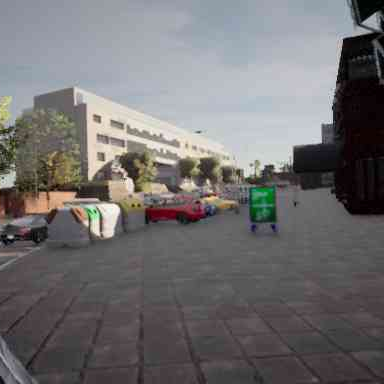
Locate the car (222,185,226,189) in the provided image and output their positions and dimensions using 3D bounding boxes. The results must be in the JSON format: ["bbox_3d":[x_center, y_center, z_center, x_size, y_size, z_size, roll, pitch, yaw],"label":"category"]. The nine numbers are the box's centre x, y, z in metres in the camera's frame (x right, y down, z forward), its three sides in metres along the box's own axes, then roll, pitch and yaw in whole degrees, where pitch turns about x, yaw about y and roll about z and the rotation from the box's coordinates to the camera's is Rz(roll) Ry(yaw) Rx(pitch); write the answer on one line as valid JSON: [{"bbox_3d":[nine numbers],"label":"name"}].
[{"bbox_3d":[4.973,-0.142,79.230,4.674,1.452,2.002,-2,2,20],"label":"car"}]

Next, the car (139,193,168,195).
[{"bbox_3d":[-6.615,1.342,47.807,5.008,1.535,2.097,-2,2,20],"label":"car"}]

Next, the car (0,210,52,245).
[{"bbox_3d":[-8.525,2.009,18.369,1.812,1.442,4.674,-2,-1,5],"label":"car"}]

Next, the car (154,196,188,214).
[{"bbox_3d":[-2.244,1.431,37.319,1.882,1.535,5.008,-2,2,20],"label":"car"}]

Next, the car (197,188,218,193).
[{"bbox_3d":[2.973,0.601,60.434,1.895,1.301,4.718,-2,2,21],"label":"car"}]

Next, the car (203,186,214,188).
[{"bbox_3d":[1.066,0.077,68.758,5.566,2.045,2.435,-2,2,20],"label":"car"}]

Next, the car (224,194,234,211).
[{"bbox_3d":[1.099,1.369,33.667,5.366,1.575,1.946,-2,2,20],"label":"car"}]

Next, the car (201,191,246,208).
[{"bbox_3d":[3.353,1.093,39.226,4.892,1.521,2.231,-2,2,20],"label":"car"}]

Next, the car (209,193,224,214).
[{"bbox_3d":[0.220,1.370,30.852,4.553,1.767,2.185,-2,2,20],"label":"car"}]

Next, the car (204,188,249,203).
[{"bbox_3d":[4.343,0.837,41.850,4.553,1.767,2.185,-2,2,20],"label":"car"}]

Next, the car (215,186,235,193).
[{"bbox_3d":[8.825,-0.688,89.705,4.892,1.521,2.231,-2,2,20],"label":"car"}]

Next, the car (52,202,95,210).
[{"bbox_3d":[-12.415,2.074,32.085,4.892,1.521,2.231,-2,1,20],"label":"car"}]

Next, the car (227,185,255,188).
[{"bbox_3d":[8.390,0.300,53.005,4.553,1.767,2.185,-2,2,20],"label":"car"}]

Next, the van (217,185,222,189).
[{"bbox_3d":[3.882,-0.276,76.646,4.442,1.987,1.878,-2,2,20],"label":"van"}]

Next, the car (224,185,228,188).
[{"bbox_3d":[5.899,-0.433,81.854,4.553,1.767,2.185,-2,2,20],"label":"car"}]

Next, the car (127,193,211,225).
[{"bbox_3d":[-1.783,1.437,25.436,5.566,2.045,2.435,-2,1,20],"label":"car"}]

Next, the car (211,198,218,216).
[{"bbox_3d":[-0.719,1.600,28.190,5.008,1.535,2.097,-2,1,20],"label":"car"}]

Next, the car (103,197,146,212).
[{"bbox_3d":[-8.589,1.603,42.454,4.892,1.521,2.231,-2,2,20],"label":"car"}]

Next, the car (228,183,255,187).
[{"bbox_3d":[9.412,0.044,55.617,5.566,2.045,2.435,-2,2,20],"label":"car"}]

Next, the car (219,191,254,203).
[{"bbox_3d":[6.351,0.737,47.375,4.674,1.452,2.002,-2,2,20],"label":"car"}]

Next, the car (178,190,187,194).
[{"bbox_3d":[-3.802,0.843,55.555,4.553,1.767,2.185,-2,2,20],"label":"car"}]

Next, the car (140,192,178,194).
[{"bbox_3d":[-5.641,0.964,50.411,5.566,2.045,2.435,-2,2,20],"label":"car"}]

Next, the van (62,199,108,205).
[{"bbox_3d":[-11.350,1.742,34.673,4.442,1.987,1.878,-2,1,20],"label":"van"}]

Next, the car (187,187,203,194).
[{"bbox_3d":[-0.862,0.456,63.527,4.553,1.767,2.185,-2,2,20],"label":"car"}]

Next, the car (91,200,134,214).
[{"bbox_3d":[-9.518,1.764,39.956,4.674,1.452,2.002,-2,2,20],"label":"car"}]

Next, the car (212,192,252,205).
[{"bbox_3d":[5.364,0.859,44.609,4.792,1.488,2.163,-2,2,20],"label":"car"}]

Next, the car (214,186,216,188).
[{"bbox_3d":[2.094,0.073,71.361,4.553,1.767,2.185,-2,2,20],"label":"car"}]

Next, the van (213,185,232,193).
[{"bbox_3d":[7.963,-0.793,87.038,4.442,1.987,1.878,-2,2,20],"label":"van"}]

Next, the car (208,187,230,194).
[{"bbox_3d":[6.861,-0.430,84.348,5.008,1.535,2.097,-2,2,20],"label":"car"}]

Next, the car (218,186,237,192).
[{"bbox_3d":[9.803,-0.816,92.320,4.892,1.521,2.231,-2,2,20],"label":"car"}]

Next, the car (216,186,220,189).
[{"bbox_3d":[3.011,0.103,74.002,4.792,1.488,2.163,-2,2,20],"label":"car"}]
